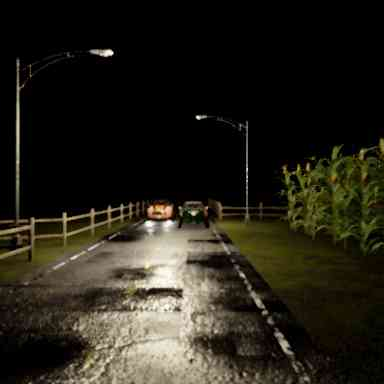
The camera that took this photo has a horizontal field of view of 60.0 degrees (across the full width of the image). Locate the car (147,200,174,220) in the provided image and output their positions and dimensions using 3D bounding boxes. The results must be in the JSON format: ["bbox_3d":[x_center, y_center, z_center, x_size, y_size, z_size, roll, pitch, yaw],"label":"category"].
[{"bbox_3d":[-2.743,1.483,29.967,2.097,1.767,4.553,0,0,0],"label":"car"}]

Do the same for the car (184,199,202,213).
[{"bbox_3d":[0.109,1.672,41.145,2.128,1.511,4.902,0,0,0],"label":"car"}]

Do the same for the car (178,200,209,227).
[{"bbox_3d":[0.105,1.456,23.629,2.097,1.767,4.553,0,0,0],"label":"car"}]
